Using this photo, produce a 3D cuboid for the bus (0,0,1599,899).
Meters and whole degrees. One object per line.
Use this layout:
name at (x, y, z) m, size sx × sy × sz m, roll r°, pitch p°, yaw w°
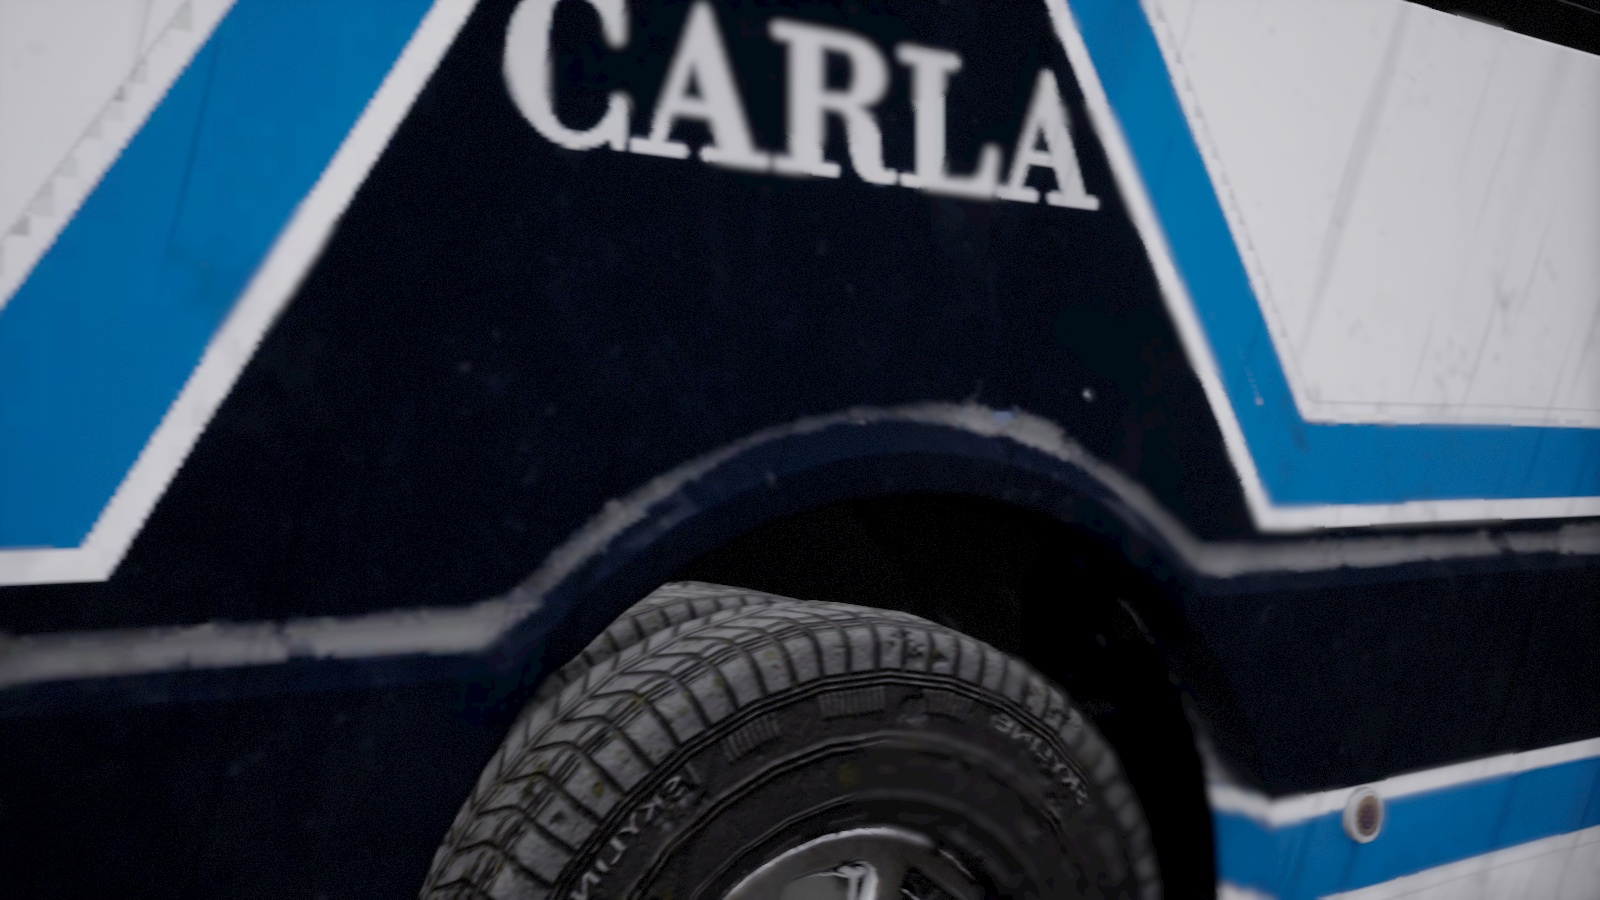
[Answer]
bus at (1.680, -0.634, 4.356) m, size 10.273 × 4.253 × 3.944 m, roll 0°, pitch 0°, yaw -30°
